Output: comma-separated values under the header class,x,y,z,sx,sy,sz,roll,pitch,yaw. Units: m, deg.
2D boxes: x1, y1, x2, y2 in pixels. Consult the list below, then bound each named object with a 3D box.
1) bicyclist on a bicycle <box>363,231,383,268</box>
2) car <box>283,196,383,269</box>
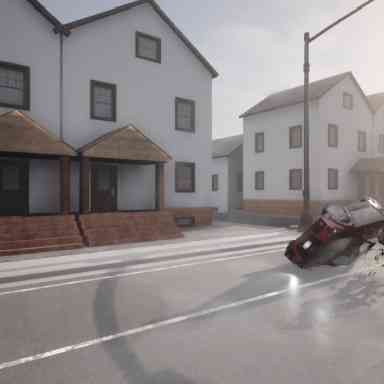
class,x,y,z,sx,sy,sz,roll,pitch,yaw
bicyclist on a bicycle,5.414,1.392,8.729,1.656,1.620,0.582,-3,29,20
car,4.700,1.420,10.265,4.181,1.385,1.994,-6,-41,-42
